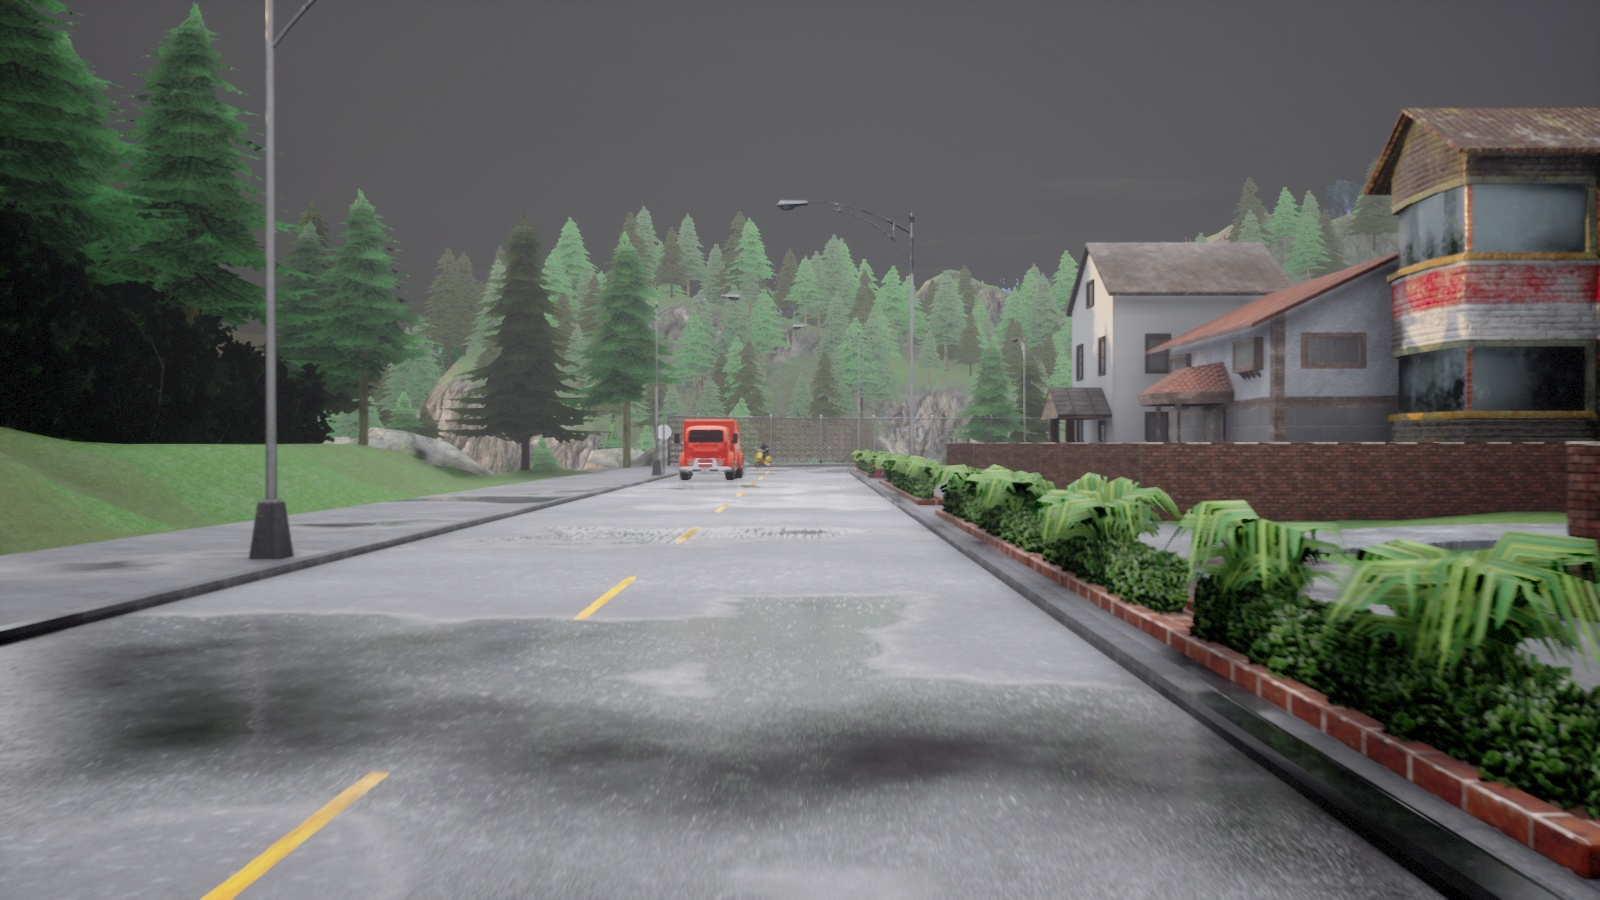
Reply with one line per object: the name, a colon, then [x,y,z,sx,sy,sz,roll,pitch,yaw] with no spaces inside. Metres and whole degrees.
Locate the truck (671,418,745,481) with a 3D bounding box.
truck: [-3.691,-0.032,51.439,2.627,2.467,5.204,0,0,0]

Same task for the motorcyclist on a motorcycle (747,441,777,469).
motorcyclist on a motorcycle: [-2.227,0.284,73.740,0.866,1.590,1.817,2,1,29]
